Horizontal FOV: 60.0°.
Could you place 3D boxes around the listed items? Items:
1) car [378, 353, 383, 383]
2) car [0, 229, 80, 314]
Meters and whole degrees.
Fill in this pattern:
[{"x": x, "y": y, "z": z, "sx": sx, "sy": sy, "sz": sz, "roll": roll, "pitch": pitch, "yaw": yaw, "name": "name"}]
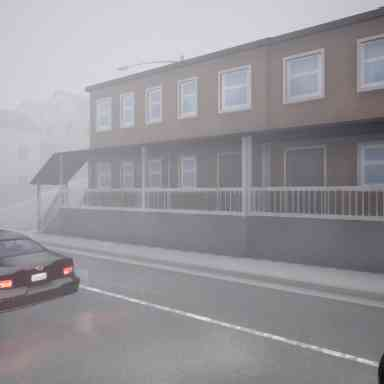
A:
[{"x": 3.614, "y": 1.474, "z": 1.406, "sx": 5.008, "sy": 1.535, "sz": 1.882, "roll": 0, "pitch": 0, "yaw": 35, "name": "car"}, {"x": -4.737, "y": 1.547, "z": 7.343, "sx": 5.357, "sy": 1.411, "sz": 2.033, "roll": 0, "pitch": 0, "yaw": 36, "name": "car"}]
